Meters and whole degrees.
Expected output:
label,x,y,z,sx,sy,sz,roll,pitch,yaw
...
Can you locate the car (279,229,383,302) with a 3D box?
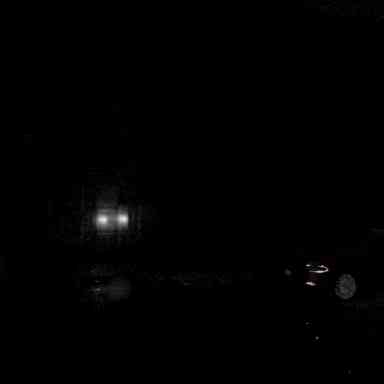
label,x,y,z,sx,sy,sz,roll,pitch,yaw
car,4.733,1.716,8.646,5.008,1.535,1.882,1,-1,-14
